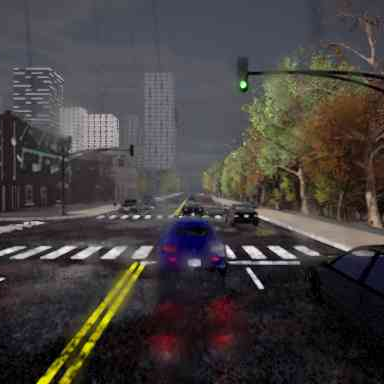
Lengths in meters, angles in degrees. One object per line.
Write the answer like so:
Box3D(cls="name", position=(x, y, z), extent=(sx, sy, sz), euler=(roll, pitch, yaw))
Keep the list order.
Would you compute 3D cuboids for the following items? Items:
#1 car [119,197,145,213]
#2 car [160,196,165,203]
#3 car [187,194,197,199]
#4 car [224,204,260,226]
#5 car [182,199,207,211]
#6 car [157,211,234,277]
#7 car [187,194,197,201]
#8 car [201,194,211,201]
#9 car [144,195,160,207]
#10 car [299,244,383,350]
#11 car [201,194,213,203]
Box3D(cls="car", position=(-6.591, 1.487, 35.983), extent=(1.812, 1.442, 4.674), euler=(0, 0, 0))
Box3D(cls="car", position=(-6.500, 1.447, 67.515), extent=(1.812, 1.442, 4.674), euler=(0, 0, 0))
Box3D(cls="car", position=(-0.002, 1.426, 67.089), extent=(1.837, 1.490, 4.892), euler=(0, 0, 0))
Box3D(cls="car", position=(3.350, 1.523, 22.984), extent=(2.033, 1.411, 5.357), euler=(0, 0, 0))
Box3D(cls="car", position=(0.100, 1.568, 30.809), extent=(1.895, 1.301, 4.718), euler=(0, 0, 0))
Box3D(cls="car", position=(-0.077, 1.516, 10.181), extent=(1.812, 1.442, 4.674), euler=(0, 0, -3))
Box3D(cls="car", position=(-0.001, 1.280, 77.507), extent=(2.033, 1.411, 5.357), euler=(0, 0, 0))
Box3D(cls="car", position=(3.249, 1.280, 77.507), extent=(2.033, 1.411, 5.357), euler=(0, 0, 0))
Box3D(cls="car", position=(-6.574, 1.294, 50.172), extent=(2.097, 1.767, 4.553), euler=(0, 0, 0))
Box3D(cls="car", position=(3.351, 1.542, 5.118), extent=(2.033, 1.411, 5.357), euler=(0, 0, 0))
Box3D(cls="car", position=(3.248, 1.484, 67.505), extent=(1.994, 1.385, 4.181), euler=(0, 0, 0))
